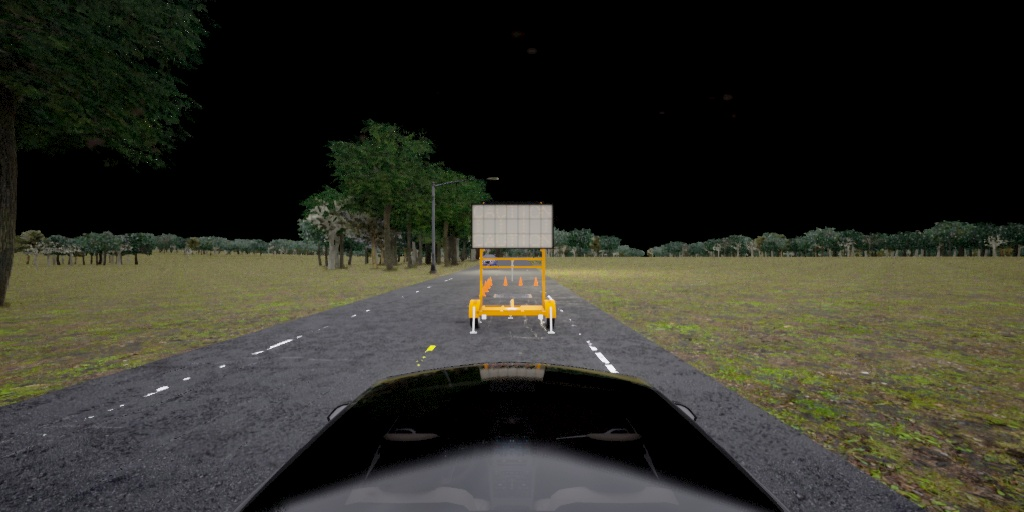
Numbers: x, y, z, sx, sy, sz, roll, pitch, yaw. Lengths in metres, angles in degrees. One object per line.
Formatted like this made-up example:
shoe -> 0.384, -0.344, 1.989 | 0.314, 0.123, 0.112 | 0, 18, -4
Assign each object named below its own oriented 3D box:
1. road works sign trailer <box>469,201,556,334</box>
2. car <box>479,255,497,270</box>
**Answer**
road works sign trailer -> 0.013, 0.199, 10.594 | 2.380, 3.560, 2.880 | 0, 0, 0
car -> -3.222, 0.821, 49.676 | 2.150, 2.045, 5.566 | 0, 0, 1
